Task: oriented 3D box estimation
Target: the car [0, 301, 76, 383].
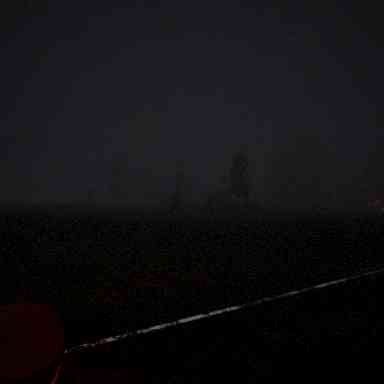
[{"bbox_3d":[-3.235,1.454,1.686,5.008,1.535,1.882,1,-1,-35],"label":"car"}]
